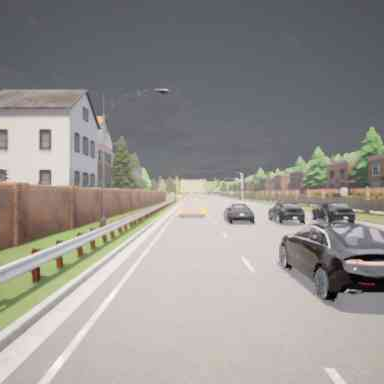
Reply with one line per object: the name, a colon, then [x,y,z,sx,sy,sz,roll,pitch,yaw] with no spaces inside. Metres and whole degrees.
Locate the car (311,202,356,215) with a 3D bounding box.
car: [10.602,1.553,25.319,1.837,1.490,4.892,0,0,0]

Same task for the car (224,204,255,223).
car: [3.604,1.613,25.963,1.994,1.385,4.181,0,0,0]

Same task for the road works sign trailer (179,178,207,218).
road works sign trailer: [0.004,0.523,30.739,2.380,3.560,2.880,0,0,0]

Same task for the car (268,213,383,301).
car: [3.601,1.508,8.341,2.128,1.511,4.902,0,0,0]

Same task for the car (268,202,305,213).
car: [7.103,1.553,25.324,1.837,1.490,4.892,0,0,0]
